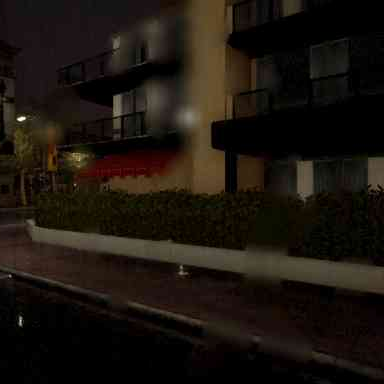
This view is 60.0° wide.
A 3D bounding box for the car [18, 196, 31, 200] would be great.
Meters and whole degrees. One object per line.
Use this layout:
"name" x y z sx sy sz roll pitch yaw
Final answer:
"car" -35.664 1.481 67.686 4.892 1.521 2.231 0 0 36
